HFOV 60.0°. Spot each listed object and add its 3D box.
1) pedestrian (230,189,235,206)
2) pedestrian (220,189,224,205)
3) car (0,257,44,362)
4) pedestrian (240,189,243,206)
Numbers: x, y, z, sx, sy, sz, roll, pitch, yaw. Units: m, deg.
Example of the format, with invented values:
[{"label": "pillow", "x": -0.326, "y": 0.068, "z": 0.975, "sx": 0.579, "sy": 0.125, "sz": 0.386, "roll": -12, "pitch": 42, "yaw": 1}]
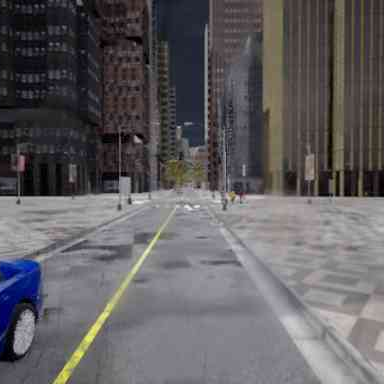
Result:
[{"label": "pedestrian", "x": 4.448, "y": 0.570, "z": 36.458, "sx": 0.375, "sy": 1.860, "sz": 0.375, "roll": 0, "pitch": 1, "yaw": 0}, {"label": "pedestrian", "x": 3.442, "y": 0.547, "z": 37.653, "sx": 0.375, "sy": 1.860, "sz": 0.375, "roll": 0, "pitch": 1, "yaw": 0}, {"label": "car", "x": -3.117, "y": 1.431, "z": 2.908, "sx": 1.882, "sy": 1.535, "sz": 5.008, "roll": 0, "pitch": 1, "yaw": 0}, {"label": "pedestrian", "x": 5.445, "y": 0.571, "z": 37.063, "sx": 0.375, "sy": 1.860, "sz": 0.375, "roll": 0, "pitch": 1, "yaw": 0}]
